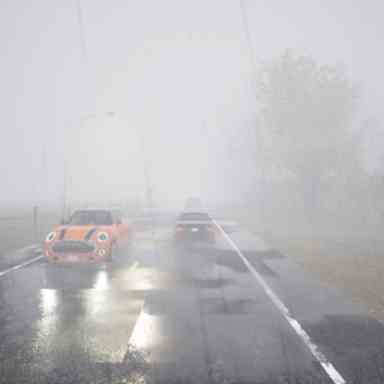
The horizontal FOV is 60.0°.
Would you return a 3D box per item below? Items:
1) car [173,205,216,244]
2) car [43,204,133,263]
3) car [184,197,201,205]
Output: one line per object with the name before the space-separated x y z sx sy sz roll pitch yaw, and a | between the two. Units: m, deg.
car | 0.102 1.555 15.730 2.033 1.411 5.357 0 0 0
car | -3.503 1.355 12.008 2.097 1.767 4.553 0 0 0
car | 0.105 1.372 42.184 2.097 1.767 4.553 0 0 0
